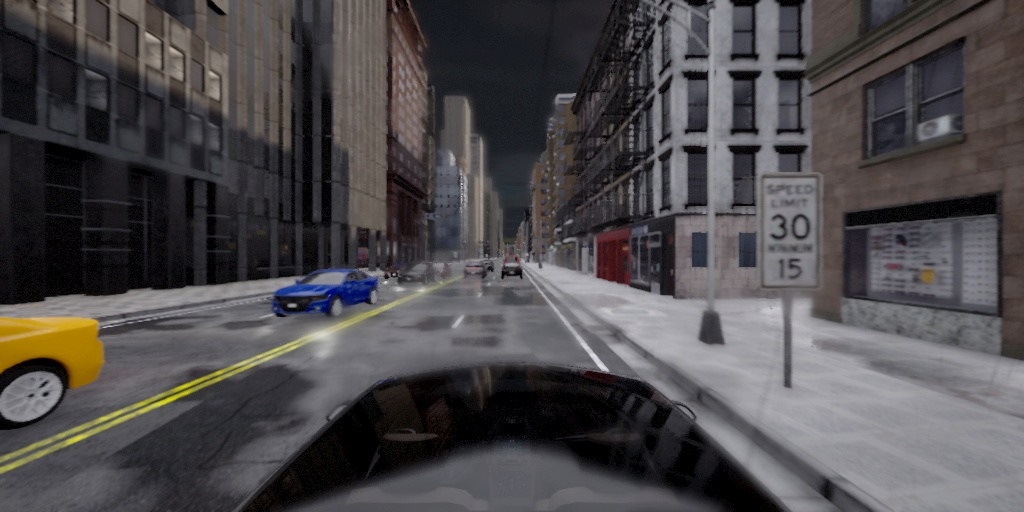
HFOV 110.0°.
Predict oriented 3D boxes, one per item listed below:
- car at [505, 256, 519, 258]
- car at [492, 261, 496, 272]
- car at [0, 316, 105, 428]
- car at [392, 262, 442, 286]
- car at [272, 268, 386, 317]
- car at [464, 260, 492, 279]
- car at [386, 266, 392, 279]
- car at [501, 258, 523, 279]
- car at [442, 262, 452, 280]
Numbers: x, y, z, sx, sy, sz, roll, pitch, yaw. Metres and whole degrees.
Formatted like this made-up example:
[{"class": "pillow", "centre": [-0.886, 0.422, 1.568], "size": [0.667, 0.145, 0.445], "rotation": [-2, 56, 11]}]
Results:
[{"class": "car", "centre": [0.015, 0.960, 45.106], "size": [2.150, 2.045, 5.566], "rotation": [0, 0, 0]}, {"class": "car", "centre": [-3.221, 1.241, 46.367], "size": [1.837, 1.490, 4.892], "rotation": [0, 0, 1]}, {"class": "car", "centre": [-6.593, 1.227, 2.802], "size": [1.882, 1.535, 5.008], "rotation": [0, 0, 0]}, {"class": "car", "centre": [-6.587, 1.248, 25.367], "size": [1.837, 1.490, 4.892], "rotation": [0, -1, 0]}, {"class": "car", "centre": [-6.598, 1.222, 13.270], "size": [1.882, 1.535, 5.008], "rotation": [0, 0, 0]}, {"class": "car", "centre": [-3.249, 1.230, 32.866], "size": [2.128, 1.511, 4.902], "rotation": [0, 0, 0]}, {"class": "car", "centre": [-9.756, 1.341, 31.680], "size": [1.994, 1.385, 4.181], "rotation": [0, 0, 0]}, {"class": "car", "centre": [-0.003, 1.217, 32.355], "size": [1.882, 1.535, 5.008], "rotation": [0, 0, 0]}, {"class": "car", "centre": [-6.507, 1.268, 31.681], "size": [1.812, 1.442, 4.674], "rotation": [0, 0, 0]}]
